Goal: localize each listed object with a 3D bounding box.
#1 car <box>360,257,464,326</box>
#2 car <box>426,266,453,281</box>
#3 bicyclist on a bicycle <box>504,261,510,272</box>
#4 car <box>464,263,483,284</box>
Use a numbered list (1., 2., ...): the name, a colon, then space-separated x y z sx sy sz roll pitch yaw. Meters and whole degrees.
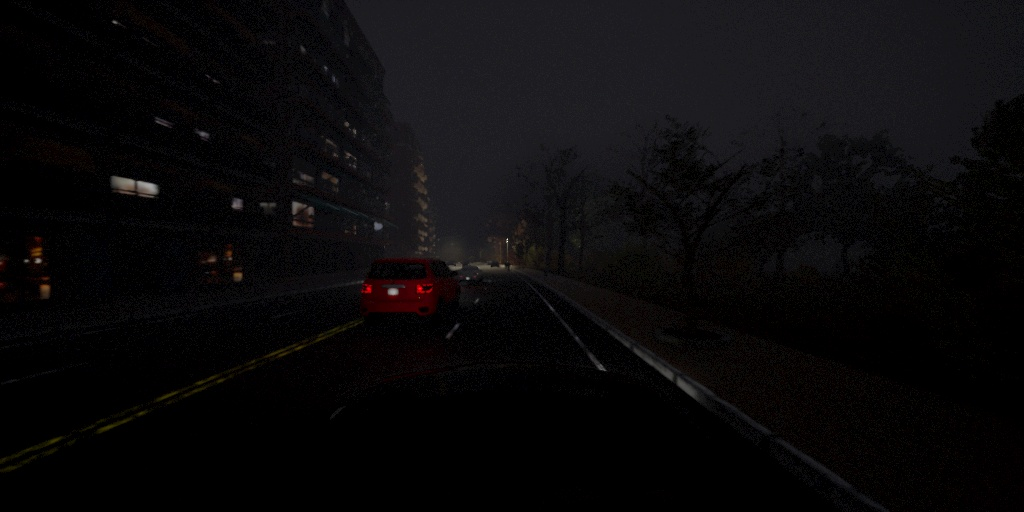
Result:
1. car: -3.168 1.068 12.202 2.150 2.045 5.566 0 -1 0
2. car: -7.098 1.664 35.734 1.895 1.301 4.718 0 -1 -2
3. bicyclist on a bicycle: -0.504 1.676 53.930 0.582 1.620 1.656 0 -1 -4
4. car: -3.470 1.536 29.990 1.812 1.442 4.674 0 -1 -2
